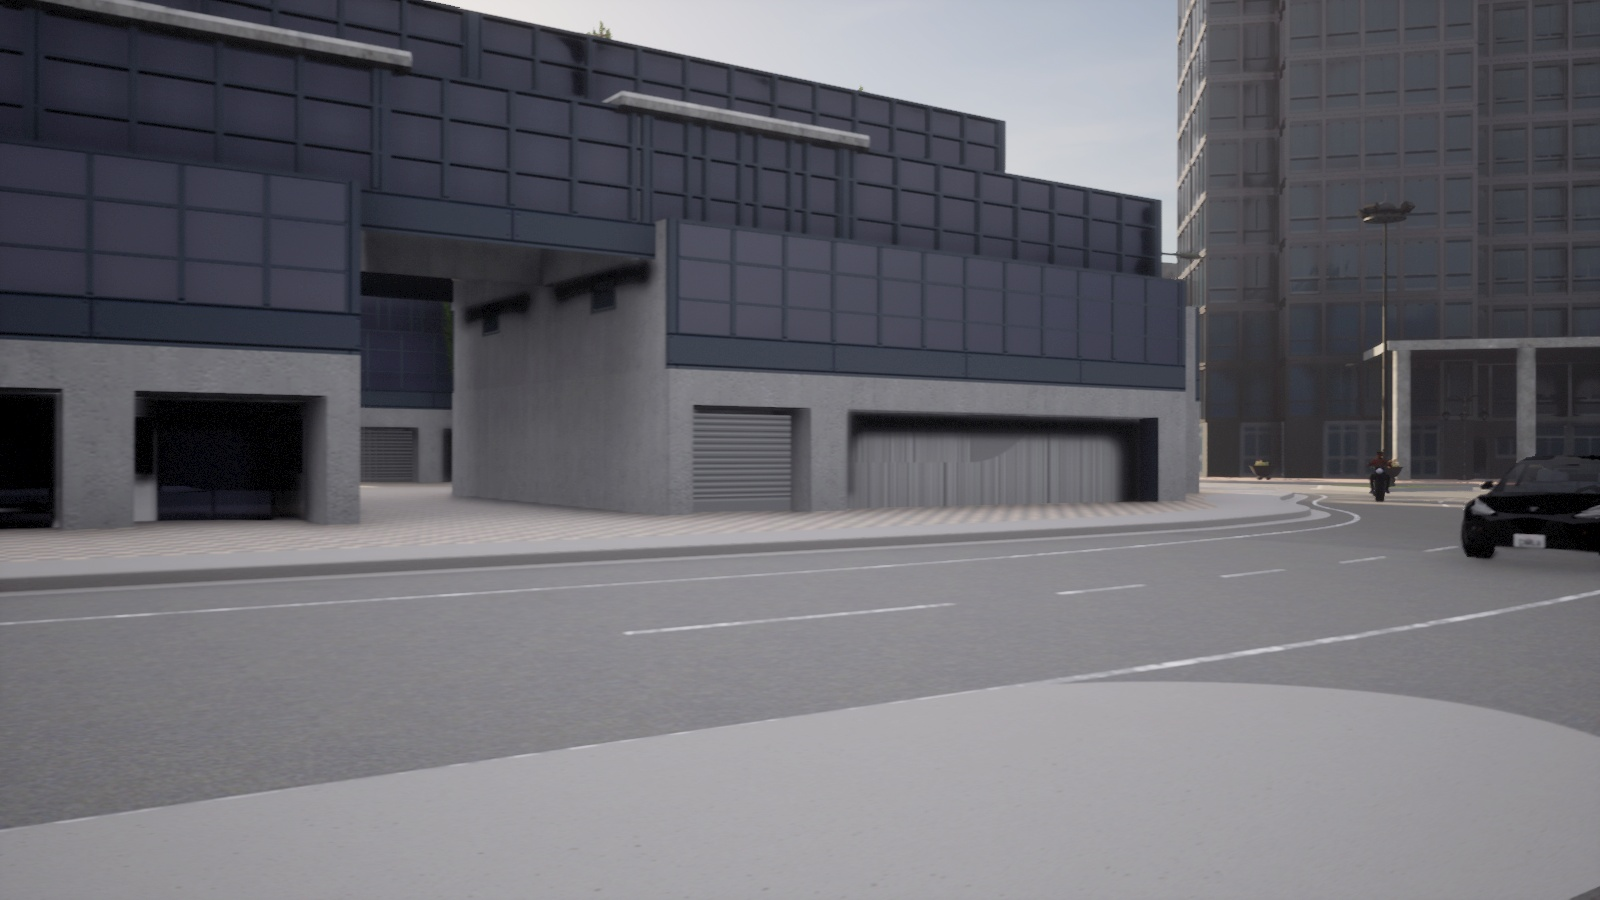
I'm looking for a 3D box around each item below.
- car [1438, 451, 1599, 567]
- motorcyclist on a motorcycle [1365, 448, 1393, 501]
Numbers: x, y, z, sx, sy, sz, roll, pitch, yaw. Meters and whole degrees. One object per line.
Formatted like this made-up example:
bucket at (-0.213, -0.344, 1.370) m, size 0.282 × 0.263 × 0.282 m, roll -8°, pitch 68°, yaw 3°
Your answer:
car at (11.342, 0.766, 18.500) m, size 2.163 × 1.488 × 4.792 m, roll 0°, pitch 0°, yaw 44°
motorcyclist on a motorcycle at (18.301, 0.753, 39.728) m, size 0.766 × 1.649 × 2.350 m, roll 0°, pitch 0°, yaw 24°
